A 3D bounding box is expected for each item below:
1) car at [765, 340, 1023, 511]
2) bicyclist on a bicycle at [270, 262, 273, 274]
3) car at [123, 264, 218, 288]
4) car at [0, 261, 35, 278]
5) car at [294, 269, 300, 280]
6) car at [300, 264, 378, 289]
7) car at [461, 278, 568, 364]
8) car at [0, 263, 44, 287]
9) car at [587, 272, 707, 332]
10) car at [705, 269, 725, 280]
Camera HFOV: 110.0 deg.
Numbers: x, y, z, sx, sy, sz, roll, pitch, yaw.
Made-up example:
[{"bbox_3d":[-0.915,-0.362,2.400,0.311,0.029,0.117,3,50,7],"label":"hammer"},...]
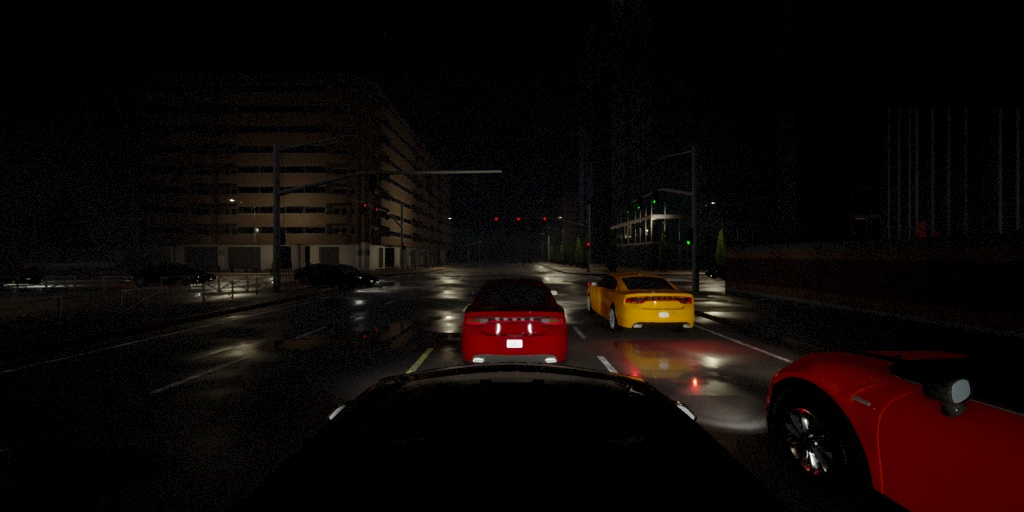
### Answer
[{"bbox_3d":[3.600,1.102,1.733,2.097,1.767,4.553,0,0,0],"label":"car"},{"bbox_3d":[-25.527,1.106,38.644,0.582,1.620,1.656,0,0,0],"label":"bicyclist on a bicycle"},{"bbox_3d":[-22.690,1.311,24.151,4.892,1.490,1.837,0,0,0],"label":"car"},{"bbox_3d":[-50.339,1.297,34.913,4.902,1.511,2.128,0,0,1],"label":"car"},{"bbox_3d":[-14.269,1.327,27.736,4.674,1.442,1.812,0,0,-2],"label":"car"},{"bbox_3d":[-10.911,1.312,23.038,4.674,1.442,1.812,0,-1,19],"label":"car"},{"bbox_3d":[0.061,1.228,8.105,1.882,1.535,5.008,0,0,0],"label":"car"},{"bbox_3d":[-34.620,1.368,24.204,4.181,1.385,1.994,0,0,0],"label":"car"},{"bbox_3d":[3.580,1.228,10.879,1.882,1.535,5.008,0,0,0],"label":"car"},{"bbox_3d":[19.530,1.406,31.180,4.718,1.301,1.895,0,0,0],"label":"car"}]
